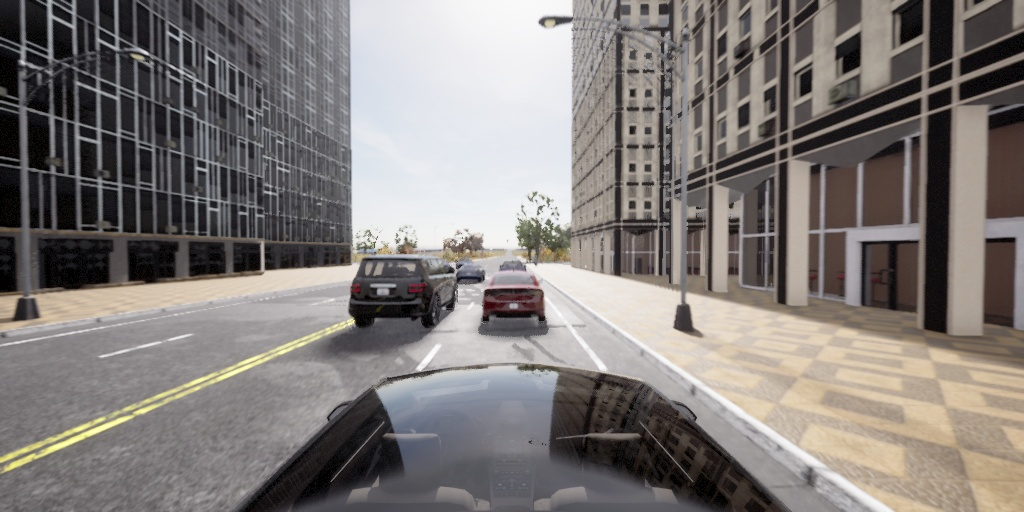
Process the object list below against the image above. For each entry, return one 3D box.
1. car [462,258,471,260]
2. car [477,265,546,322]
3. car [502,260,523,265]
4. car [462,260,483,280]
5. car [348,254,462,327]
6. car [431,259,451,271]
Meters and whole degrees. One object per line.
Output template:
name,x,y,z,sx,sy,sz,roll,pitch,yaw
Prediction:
car,-6.594,1.043,50.229,2.097,1.767,4.553,0,0,0
car,0.064,1.219,12.238,1.882,1.535,5.008,0,0,0
car,0.060,1.076,27.470,2.097,1.767,4.553,0,0,0
car,-3.185,1.288,28.476,1.994,1.385,4.181,0,0,0
car,-3.188,0.965,11.589,2.150,2.045,5.566,0,0,0
car,-9.845,1.218,49.788,1.812,1.442,4.674,0,0,0
